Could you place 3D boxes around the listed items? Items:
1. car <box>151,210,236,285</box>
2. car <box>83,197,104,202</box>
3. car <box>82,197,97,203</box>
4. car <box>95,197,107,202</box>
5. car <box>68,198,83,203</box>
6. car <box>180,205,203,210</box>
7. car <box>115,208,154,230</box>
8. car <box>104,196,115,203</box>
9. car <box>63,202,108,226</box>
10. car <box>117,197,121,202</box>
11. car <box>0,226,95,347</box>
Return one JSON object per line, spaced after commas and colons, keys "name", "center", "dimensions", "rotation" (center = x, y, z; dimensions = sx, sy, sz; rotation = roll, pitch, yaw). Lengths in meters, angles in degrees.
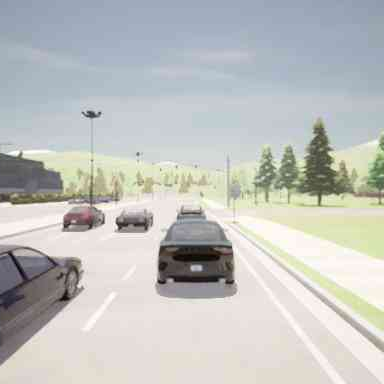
{"name": "car", "center": [0.087, 1.515, 9.685], "dimensions": [1.882, 1.535, 5.008], "rotation": [0, 0, 0]}
{"name": "car", "center": [-19.810, 1.757, 66.980], "dimensions": [1.837, 1.490, 4.892], "rotation": [0, 0, 0]}
{"name": "car", "center": [-23.314, 1.886, 75.804], "dimensions": [1.895, 1.301, 4.718], "rotation": [0, 0, 0]}
{"name": "car", "center": [-23.317, 1.882, 85.706], "dimensions": [1.994, 1.385, 4.181], "rotation": [0, 0, 0]}
{"name": "car", "center": [-23.310, 1.852, 66.911], "dimensions": [1.895, 1.301, 4.718], "rotation": [0, 0, 0]}
{"name": "car", "center": [-0.065, 1.576, 21.936], "dimensions": [2.128, 1.511, 4.902], "rotation": [0, 0, -1]}
{"name": "car", "center": [-3.595, 1.684, 21.669], "dimensions": [1.895, 1.301, 4.718], "rotation": [0, 0, -1]}
{"name": "car", "center": [-19.814, 1.771, 76.437], "dimensions": [1.882, 1.535, 5.008], "rotation": [0, 0, 0]}
{"name": "car", "center": [-7.110, 1.611, 22.179], "dimensions": [1.812, 1.442, 4.674], "rotation": [0, 0, -1]}
{"name": "car", "center": [-19.818, 1.884, 86.505], "dimensions": [1.994, 1.385, 4.181], "rotation": [0, 0, 0]}
{"name": "car", "center": [-3.421, 1.569, 5.351], "dimensions": [2.033, 1.411, 5.357], "rotation": [0, 0, 0]}
